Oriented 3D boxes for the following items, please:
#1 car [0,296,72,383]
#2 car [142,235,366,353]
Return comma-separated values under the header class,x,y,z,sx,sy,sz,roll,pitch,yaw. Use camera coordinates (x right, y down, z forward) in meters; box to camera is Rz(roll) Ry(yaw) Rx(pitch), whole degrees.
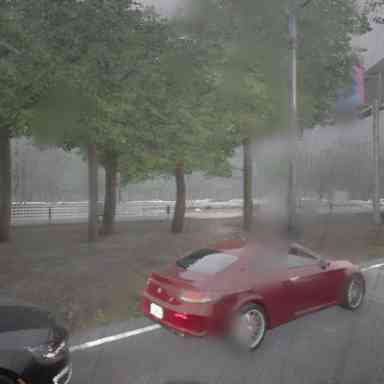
class,x,y,z,sx,sy,sz,roll,pitch,yaw
car,-3.523,1.507,2.631,4.892,1.490,1.837,0,0,-35
car,1.349,1.549,6.153,4.674,1.442,1.812,0,0,-36
